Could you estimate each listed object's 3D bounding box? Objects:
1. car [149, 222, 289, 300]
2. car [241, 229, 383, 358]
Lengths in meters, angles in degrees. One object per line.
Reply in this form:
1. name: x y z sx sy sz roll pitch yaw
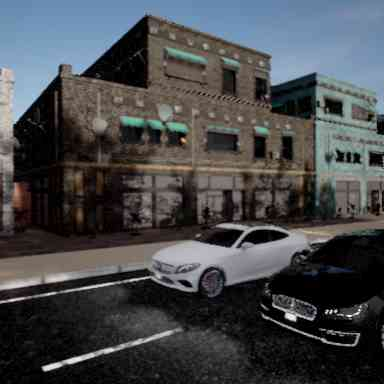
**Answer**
1. car: 1.174 1.526 8.517 4.674 1.442 1.812 0 0 -36
2. car: 3.365 1.505 6.087 4.892 1.490 1.837 0 0 -36
